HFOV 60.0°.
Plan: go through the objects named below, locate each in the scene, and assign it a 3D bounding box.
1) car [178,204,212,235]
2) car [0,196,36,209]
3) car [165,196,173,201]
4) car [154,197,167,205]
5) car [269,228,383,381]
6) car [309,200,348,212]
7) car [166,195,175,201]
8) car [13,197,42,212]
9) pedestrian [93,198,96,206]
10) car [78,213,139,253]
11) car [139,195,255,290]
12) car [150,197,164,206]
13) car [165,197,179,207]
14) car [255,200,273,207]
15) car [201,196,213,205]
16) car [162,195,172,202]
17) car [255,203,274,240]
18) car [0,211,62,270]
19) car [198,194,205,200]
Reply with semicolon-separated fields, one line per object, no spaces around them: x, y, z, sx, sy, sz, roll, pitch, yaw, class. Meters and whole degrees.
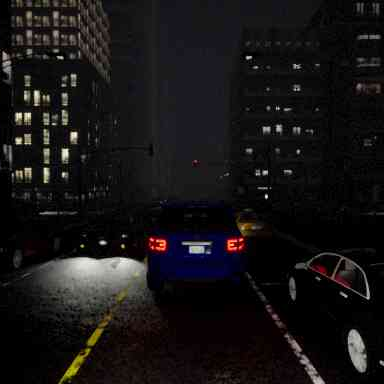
0.092;1.520;19.712;1.812;1.442;4.674;0;0;-2;car
-21.673;1.274;40.202;4.829;1.417;1.752;0;0;1;car
-5.725;1.567;82.803;1.802;1.307;4.206;-1;0;0;car
-5.719;1.553;60.185;1.947;1.339;4.313;-1;0;0;car
2.805;1.549;5.289;2.008;1.369;4.403;-1;0;0;car
16.302;1.622;39.714;4.403;1.369;2.008;0;0;1;car
-5.727;1.529;88.457;1.887;1.381;4.507;-1;0;0;car
-17.826;1.442;34.389;4.181;1.385;1.994;0;1;1;car
-12.561;1.299;43.052;0.500;1.100;0.500;0;0;1;pedestrian
-3.082;1.560;13.475;1.994;1.385;4.181;0;0;0;car
0.094;1.219;9.201;2.150;2.045;5.566;0;0;0;car
-5.718;1.513;54.360;1.752;1.417;4.829;-1;0;0;car
-3.107;1.552;52.656;1.994;1.385;4.181;0;0;0;car
6.391;1.572;37.259;5.357;1.411;2.033;1;1;1;car
2.660;1.538;60.187;2.008;1.369;4.403;-1;0;0;car
-5.724;1.530;77.148;1.887;1.381;4.507;-1;0;0;car
2.801;1.521;16.747;1.752;1.417;4.829;-1;0;0;car
-5.836;1.542;10.988;1.887;1.381;4.507;-1;0;0;car
2.650;1.424;94.115;1.967;1.590;4.097;-1;0;0;car
